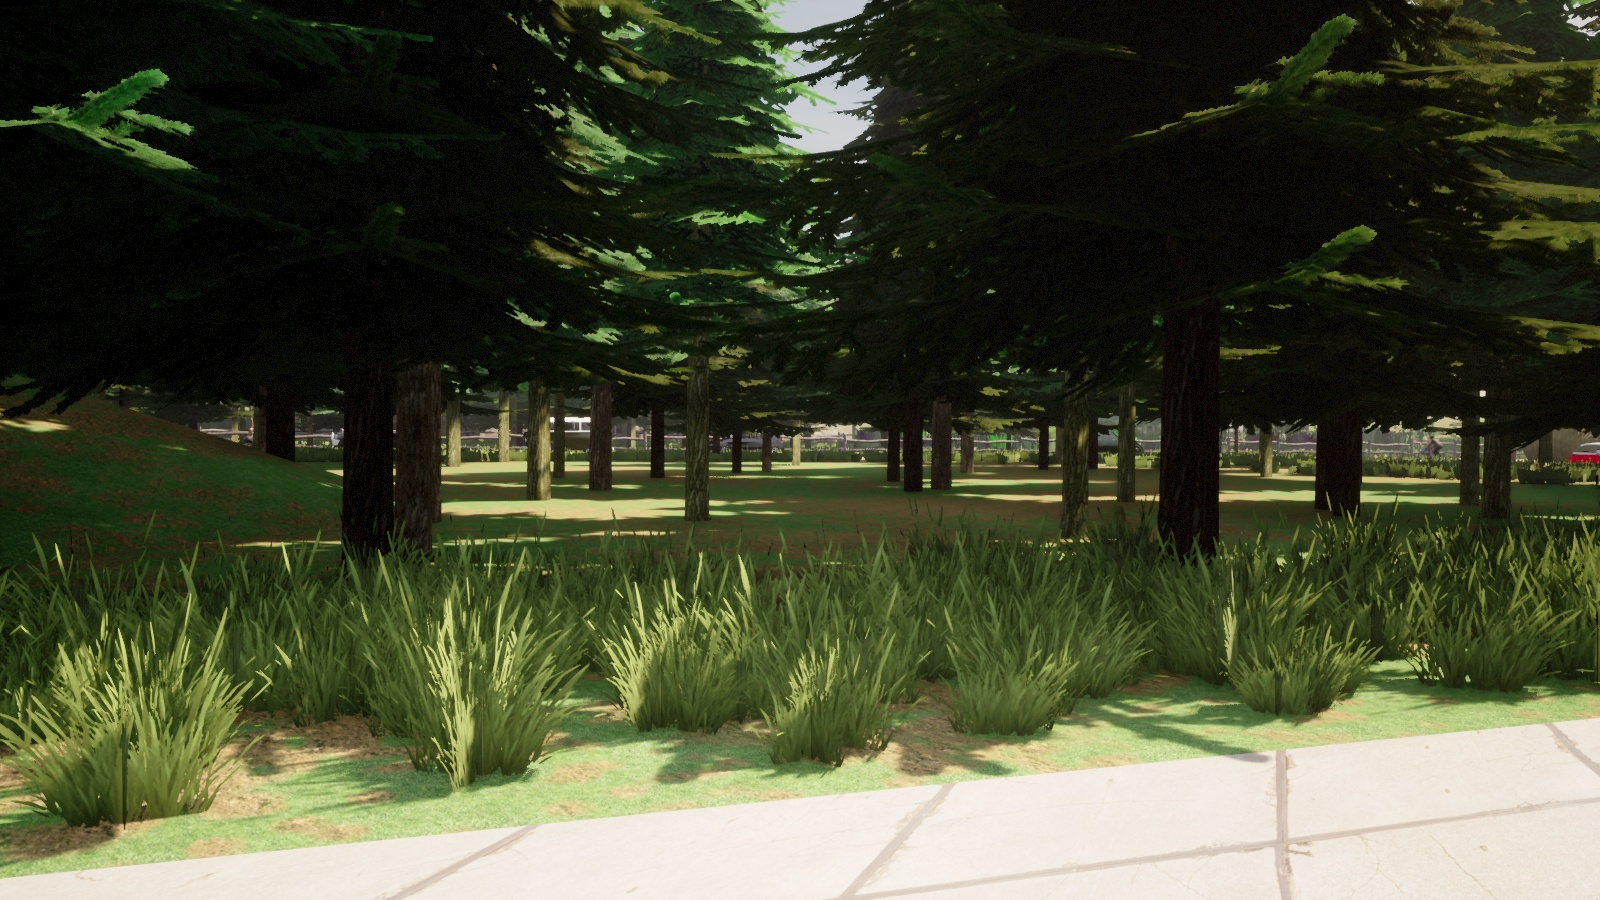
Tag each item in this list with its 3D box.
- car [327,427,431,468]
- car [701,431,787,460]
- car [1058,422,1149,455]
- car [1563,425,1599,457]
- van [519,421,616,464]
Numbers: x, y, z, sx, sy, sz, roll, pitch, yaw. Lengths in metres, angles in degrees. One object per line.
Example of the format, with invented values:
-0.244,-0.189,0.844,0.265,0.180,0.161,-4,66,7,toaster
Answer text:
-20.160,-0.146,60.133,4.605,1.855,1.932,-1,1,-21,car
-2.969,-0.241,66.668,4.193,1.474,1.816,-1,1,-21,car
16.966,-0.678,70.239,4.553,1.767,2.097,-1,1,-19,car
34.907,-0.391,54.897,1.481,1.376,2.207,-1,1,-22,car
-11.725,-0.384,63.332,4.480,2.038,2.069,-1,1,-21,van
